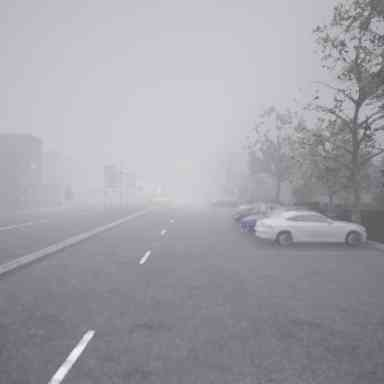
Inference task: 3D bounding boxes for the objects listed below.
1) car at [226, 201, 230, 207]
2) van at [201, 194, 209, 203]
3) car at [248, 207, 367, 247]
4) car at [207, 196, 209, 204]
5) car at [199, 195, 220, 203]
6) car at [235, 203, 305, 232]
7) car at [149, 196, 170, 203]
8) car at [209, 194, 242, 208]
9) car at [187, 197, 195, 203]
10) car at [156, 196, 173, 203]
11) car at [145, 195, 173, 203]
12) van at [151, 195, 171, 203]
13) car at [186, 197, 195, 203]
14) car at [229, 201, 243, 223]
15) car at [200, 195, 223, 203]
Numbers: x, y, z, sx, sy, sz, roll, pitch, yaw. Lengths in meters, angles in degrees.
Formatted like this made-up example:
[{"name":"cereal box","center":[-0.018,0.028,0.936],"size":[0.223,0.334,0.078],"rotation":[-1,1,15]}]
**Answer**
[{"name":"car","center":[5.084,1.565,24.214],"size":[4.674,1.452,2.002],"rotation":[0,0,0]},{"name":"van","center":[4.780,1.536,72.517],"size":[4.442,1.987,1.878],"rotation":[0,-1,0]},{"name":"car","center":[5.084,1.547,14.516],"size":[4.674,1.452,2.002],"rotation":[0,0,0]},{"name":"car","center":[5.047,1.619,51.720],"size":[4.674,1.452,2.002],"rotation":[0,0,0]},{"name":"car","center":[4.699,1.935,89.148],"size":[5.566,2.045,2.435],"rotation":[0,-2,-1]},{"name":"car","center":[5.092,1.513,17.665],"size":[5.008,1.535,2.097],"rotation":[0,0,0]},{"name":"car","center":[-7.371,1.700,75.975],"size":[4.553,1.767,2.185],"rotation":[0,-1,-1]},{"name":"car","center":[5.119,1.446,48.551],"size":[4.553,1.767,2.185],"rotation":[0,0,0]},{"name":"car","center":[-0.278,2.018,81.664],"size":[2.033,1.411,5.357],"rotation":[0,-2,-1]},{"name":"car","center":[-7.537,2.123,91.150],"size":[4.553,1.767,2.185],"rotation":[0,-2,-1]},{"name":"car","center":[-7.562,1.766,73.053],"size":[5.366,1.575,1.946],"rotation":[0,-1,0]},{"name":"van","center":[-7.312,1.670,79.014],"size":[4.442,1.987,1.878],"rotation":[0,-1,-1]},{"name":"car","center":[-0.395,2.236,92.128],"size":[2.128,1.511,4.902],"rotation":[0,-2,2]},{"name":"car","center":[5.081,1.520,20.938],"size":[4.892,1.521,2.231],"rotation":[0,0,0]},{"name":"car","center":[4.771,1.764,83.689],"size":[5.566,2.045,2.435],"rotation":[0,-2,-1]}]
